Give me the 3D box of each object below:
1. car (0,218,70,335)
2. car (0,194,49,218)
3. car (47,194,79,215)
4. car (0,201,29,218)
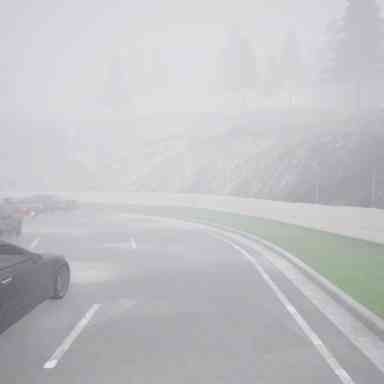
[{"bbox_3d":[-3.392,1.384,4.837,1.812,1.442,4.674,0,1,0],"label":"car"},{"bbox_3d":[-11.734,0.994,21.031,4.718,1.301,1.895,1,2,23],"label":"car"},{"bbox_3d":[-11.010,0.843,24.442,5.357,1.411,2.033,1,2,19],"label":"car"},{"bbox_3d":[-7.659,1.247,12.203,1.895,1.301,4.718,0,2,-15],"label":"car"}]
